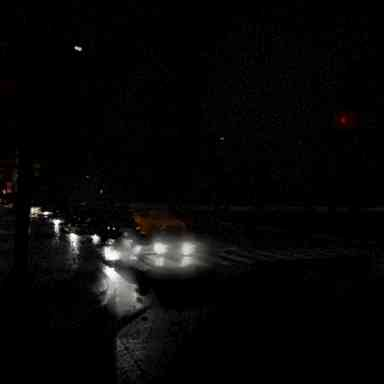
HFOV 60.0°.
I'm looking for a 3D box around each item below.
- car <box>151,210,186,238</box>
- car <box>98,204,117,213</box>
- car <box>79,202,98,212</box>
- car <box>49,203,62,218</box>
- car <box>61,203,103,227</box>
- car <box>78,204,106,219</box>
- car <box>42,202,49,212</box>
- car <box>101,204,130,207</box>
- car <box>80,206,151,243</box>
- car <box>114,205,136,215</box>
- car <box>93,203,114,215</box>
[{"bbox_3d":[-2.080,1.905,20.576,1.882,1.535,5.008,3,-2,-28],"label":"car"},{"bbox_3d":[-14.788,2.781,57.990,2.033,1.411,5.357,3,-3,-28],"label":"car"},{"bbox_3d":[-17.643,2.564,56.452,2.128,1.511,4.902,3,-3,-28],"label":"car"},{"bbox_3d":[-13.513,1.963,34.943,1.837,1.490,4.892,3,-2,-28],"label":"car"},{"bbox_3d":[-8.701,1.855,26.008,1.837,1.490,4.892,3,-2,-28],"label":"car"},{"bbox_3d":[-11.490,2.186,38.039,2.033,1.411,5.357,3,-2,-27],"label":"car"},{"bbox_3d":[-20.898,2.234,48.806,1.994,1.385,4.181,3,-3,-28],"label":"car"},{"bbox_3d":[-6.576,2.019,28.906,2.128,1.511,4.902,3,-2,-28],"label":"car"},{"bbox_3d":[-4.227,1.743,17.718,2.128,1.511,4.902,3,-2,-28],"label":"car"},{"bbox_3d":[-10.005,2.643,49.244,1.994,1.385,4.181,3,-2,-28],"label":"car"},{"bbox_3d":[-12.659,2.417,47.306,1.837,1.490,4.892,3,-2,-27],"label":"car"}]
